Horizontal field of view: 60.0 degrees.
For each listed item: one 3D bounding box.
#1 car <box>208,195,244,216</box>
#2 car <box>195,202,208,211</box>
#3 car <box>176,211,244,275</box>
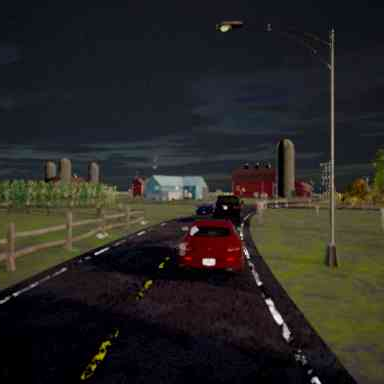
[{"bbox_3d":[3.053,1.297,27.437,2.150,2.045,5.566,0,0,12],"label":"car"},{"bbox_3d":[1.692,1.693,34.536,1.895,1.301,4.718,0,0,15],"label":"car"},{"bbox_3d":[0.624,1.552,10.451,1.812,1.442,4.674,0,0,5],"label":"car"}]
